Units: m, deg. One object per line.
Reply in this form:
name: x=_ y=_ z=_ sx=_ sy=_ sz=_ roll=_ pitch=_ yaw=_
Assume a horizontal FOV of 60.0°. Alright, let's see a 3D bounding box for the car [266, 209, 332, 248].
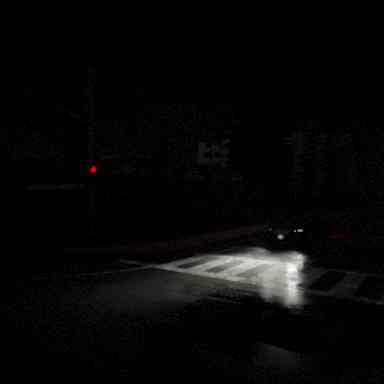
car: x=5.121 y=1.581 z=15.594 sx=2.128 sy=1.511 sz=4.902 roll=-1 pitch=-1 yaw=38
